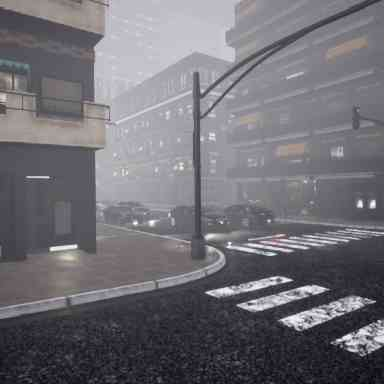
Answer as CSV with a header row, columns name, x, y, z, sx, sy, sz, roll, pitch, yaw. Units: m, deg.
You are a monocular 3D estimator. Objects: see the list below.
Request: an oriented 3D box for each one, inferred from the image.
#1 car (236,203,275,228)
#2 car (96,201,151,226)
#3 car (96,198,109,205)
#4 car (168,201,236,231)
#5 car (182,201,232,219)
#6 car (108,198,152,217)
name,x,y,z,sx,sy,sz,roll,pitch,yaw
car,3.256,1.494,22.133,1.837,1.490,4.892,-2,1,-36
car,-5.155,1.632,24.549,1.947,1.339,4.313,-1,1,-36
car,-11.325,1.568,37.264,1.812,1.442,4.674,-1,1,-36
car,0.295,1.534,21.233,1.837,1.490,4.892,-1,1,-36
car,1.223,1.512,29.176,2.008,1.369,4.403,-1,1,-36
car,-5.275,1.541,28.909,1.837,1.490,4.892,-1,1,-36
